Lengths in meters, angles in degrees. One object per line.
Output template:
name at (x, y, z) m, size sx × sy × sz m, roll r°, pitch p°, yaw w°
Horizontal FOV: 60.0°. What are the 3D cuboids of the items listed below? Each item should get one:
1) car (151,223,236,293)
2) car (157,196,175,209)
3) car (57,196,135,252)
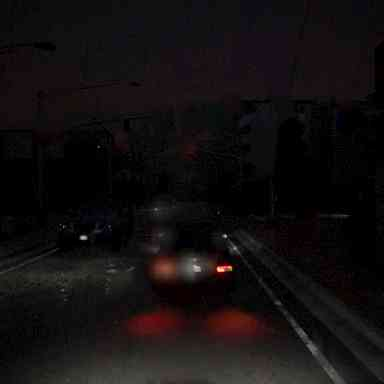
car at (0.040, 1.547, 9.000) m, size 2.033 × 1.411 × 5.357 m, roll 0°, pitch 0°, yaw 0°
car at (-3.681, 1.505, 45.605) m, size 1.837 × 1.490 × 4.892 m, roll 0°, pitch 0°, yaw 0°
car at (-3.815, 1.225, 14.225) m, size 2.150 × 2.045 × 5.566 m, roll 0°, pitch 0°, yaw -1°
